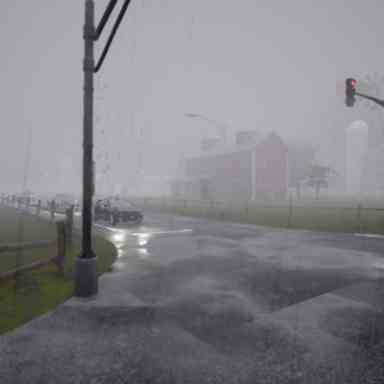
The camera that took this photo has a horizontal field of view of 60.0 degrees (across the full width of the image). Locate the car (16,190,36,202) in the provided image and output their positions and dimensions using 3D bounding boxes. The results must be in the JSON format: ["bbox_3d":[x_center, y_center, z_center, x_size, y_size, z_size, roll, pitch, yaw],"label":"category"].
[{"bbox_3d":[-24.617,0.564,49.269,2.097,1.767,4.553,1,0,-35],"label":"car"}]

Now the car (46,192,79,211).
[{"bbox_3d":[-12.454,0.837,31.947,2.097,1.767,4.553,1,0,-35],"label":"car"}]

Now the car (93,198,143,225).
[{"bbox_3d":[-4.859,1.135,21.228,1.882,1.535,5.008,1,0,-35],"label":"car"}]
